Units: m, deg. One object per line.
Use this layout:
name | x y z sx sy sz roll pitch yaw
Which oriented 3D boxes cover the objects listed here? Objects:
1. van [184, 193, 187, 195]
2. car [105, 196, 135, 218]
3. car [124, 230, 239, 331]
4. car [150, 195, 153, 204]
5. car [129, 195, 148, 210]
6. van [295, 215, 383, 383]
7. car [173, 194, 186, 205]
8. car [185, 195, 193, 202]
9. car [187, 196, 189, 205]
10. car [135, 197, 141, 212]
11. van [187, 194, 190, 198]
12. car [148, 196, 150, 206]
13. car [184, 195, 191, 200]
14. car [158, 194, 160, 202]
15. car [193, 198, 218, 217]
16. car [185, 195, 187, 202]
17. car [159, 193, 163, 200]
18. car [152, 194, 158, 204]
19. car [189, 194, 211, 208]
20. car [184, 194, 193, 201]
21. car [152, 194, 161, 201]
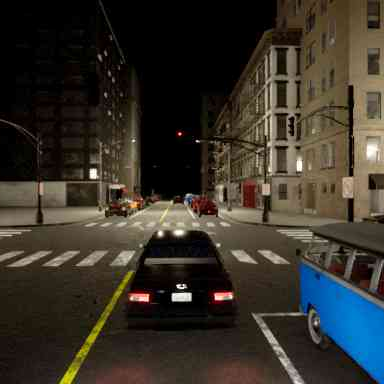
van | -0.475 1.329 73.793 1.690 1.788 3.998 0 0 -2
car | -6.636 1.439 30.213 1.967 1.590 4.097 0 0 -2
car | -0.257 1.547 7.258 2.033 1.411 5.357 0 0 -2
car | -7.565 1.562 51.831 1.947 1.339 4.313 0 0 -2
car | -7.100 1.313 41.022 2.192 1.841 5.009 0 0 -2
van | 2.536 1.341 3.702 1.690 1.788 3.998 0 0 -2
car | -2.435 1.519 60.162 1.812 1.442 4.674 0 0 -3
car | -0.715 1.511 79.368 1.752 1.417 4.829 0 0 -2
car | 0.685 1.542 46.771 1.887 1.381 4.507 0 0 -2
car | -6.861 1.524 35.447 1.752 1.417 4.829 0 0 -2
van | 0.453 1.337 52.176 1.690 1.788 3.998 0 0 -2
car | -7.325 1.523 46.256 1.752 1.417 4.829 0 0 -2
car | -1.172 1.527 90.006 1.887 1.381 4.507 0 0 -2
car | -8.261 1.556 68.044 1.947 1.339 4.313 0 0 -2
car | 1.382 1.544 30.557 1.887 1.381 4.507 0 0 -2
car | 0.221 1.560 57.580 1.947 1.339 4.313 0 0 -2
car | -8.725 1.301 78.853 2.192 1.841 5.009 0 0 -2
car | -8.029 1.543 62.640 2.008 1.369 4.403 0 0 -2
car | 1.150 1.314 35.961 2.192 1.841 5.009 0 0 -2
car | -0.940 1.424 84.602 1.967 1.590 4.097 0 0 -2
car | -8.958 1.424 84.258 1.967 1.590 4.097 0 0 -2
